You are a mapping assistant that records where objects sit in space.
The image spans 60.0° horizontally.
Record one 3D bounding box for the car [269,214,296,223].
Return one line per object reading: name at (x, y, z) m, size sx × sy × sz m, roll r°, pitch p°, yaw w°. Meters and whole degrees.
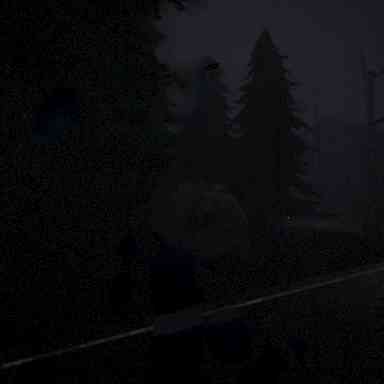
car at (6.536, 1.645, 27.277) m, size 1.837 × 1.490 × 4.892 m, roll 1°, pitch 0°, yaw -35°
